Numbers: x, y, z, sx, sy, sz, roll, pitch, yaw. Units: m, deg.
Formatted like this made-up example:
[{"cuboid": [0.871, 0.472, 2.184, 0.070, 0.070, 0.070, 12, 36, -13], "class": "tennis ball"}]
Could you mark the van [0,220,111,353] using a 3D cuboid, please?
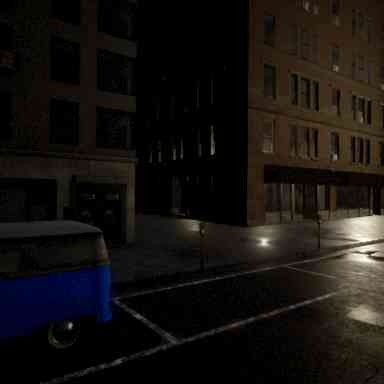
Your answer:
[{"cuboid": [-3.127, 1.341, 4.522, 3.998, 1.788, 1.690, 0, 1, -36], "class": "van"}]
